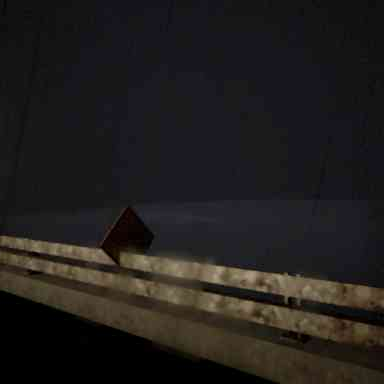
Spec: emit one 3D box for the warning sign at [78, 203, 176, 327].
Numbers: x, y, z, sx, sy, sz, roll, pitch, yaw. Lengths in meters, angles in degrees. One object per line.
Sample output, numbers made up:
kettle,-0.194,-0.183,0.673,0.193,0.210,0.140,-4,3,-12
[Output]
warning sign,-1.141,1.160,5.963,1.060,1.860,1.300,-2,0,36
